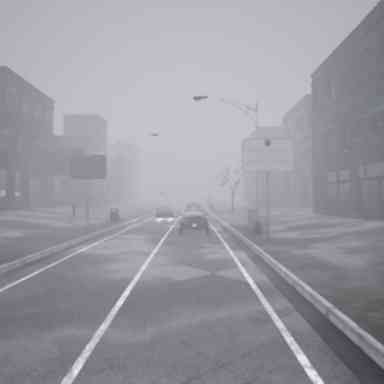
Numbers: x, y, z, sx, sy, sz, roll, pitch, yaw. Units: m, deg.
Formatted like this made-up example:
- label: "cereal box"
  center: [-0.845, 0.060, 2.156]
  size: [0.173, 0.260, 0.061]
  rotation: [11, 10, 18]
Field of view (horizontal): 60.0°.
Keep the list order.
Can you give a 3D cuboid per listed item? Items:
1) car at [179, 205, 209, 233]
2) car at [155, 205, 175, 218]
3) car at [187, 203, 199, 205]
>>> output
- label: "car"
  center: [0.130, 1.799, 21.505]
  size: [1.812, 1.442, 4.674]
  rotation: [0, -1, 0]
- label: "car"
  center: [-3.034, 2.225, 38.033]
  size: [1.994, 1.385, 4.181]
  rotation: [0, -1, 0]
- label: "car"
  center: [0.158, 2.030, 39.190]
  size: [2.097, 1.767, 4.553]
  rotation: [0, -1, 0]
